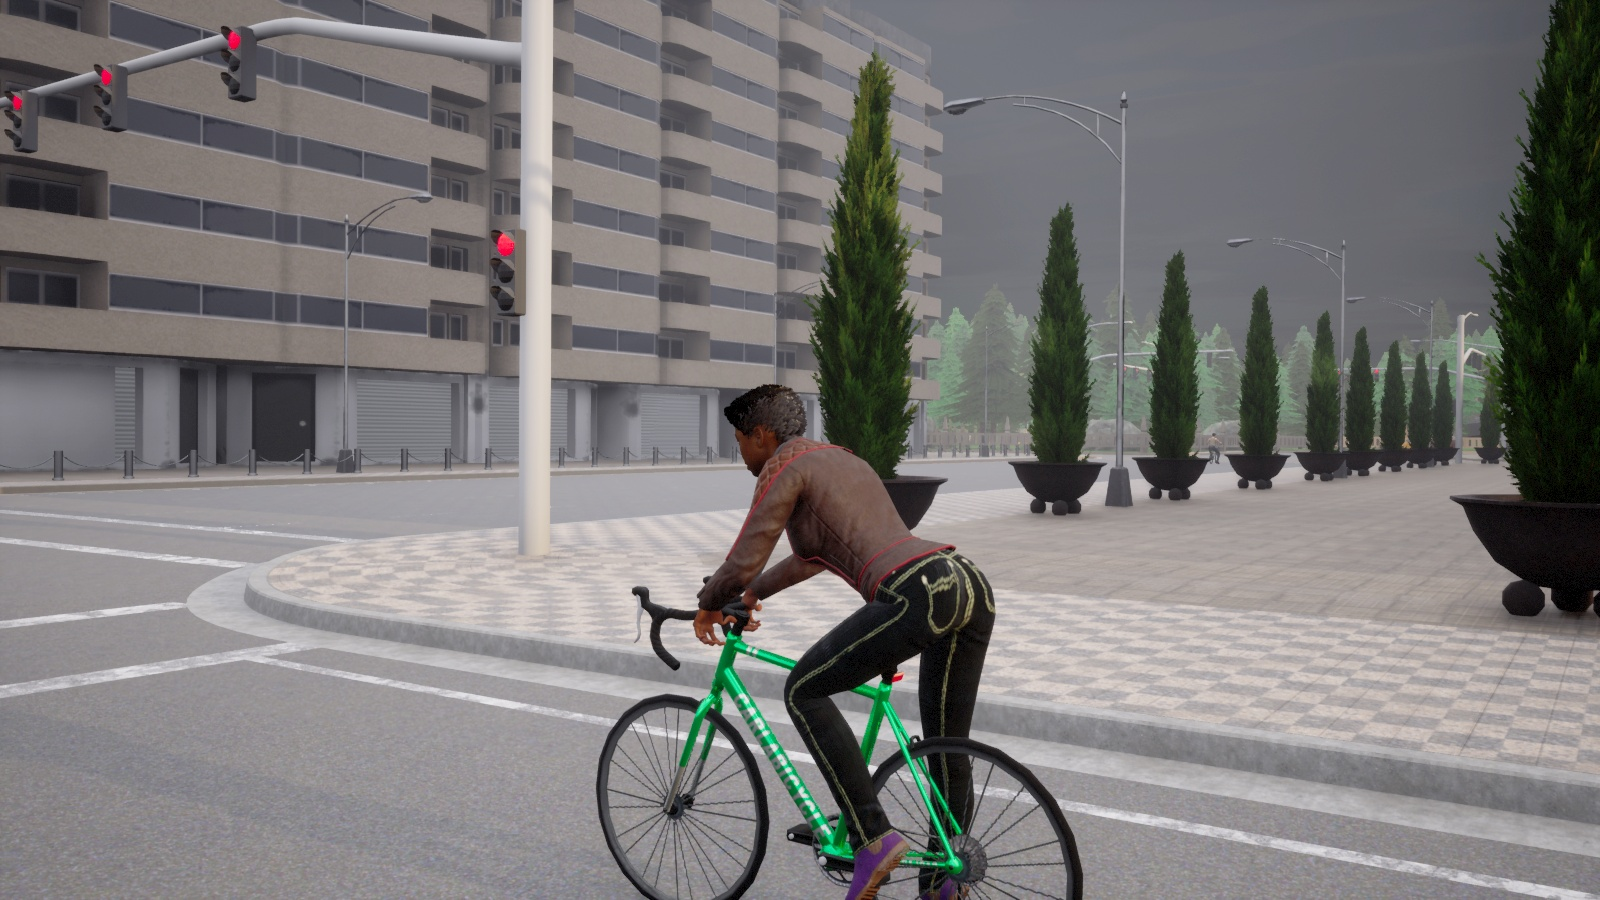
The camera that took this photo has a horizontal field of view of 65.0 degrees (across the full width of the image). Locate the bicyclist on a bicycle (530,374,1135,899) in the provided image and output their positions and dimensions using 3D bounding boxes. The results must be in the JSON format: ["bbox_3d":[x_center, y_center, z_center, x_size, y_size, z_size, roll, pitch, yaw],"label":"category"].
[{"bbox_3d":[0.045,0.635,3.593,1.656,1.620,0.582,0,1,34],"label":"bicyclist on a bicycle"}]
